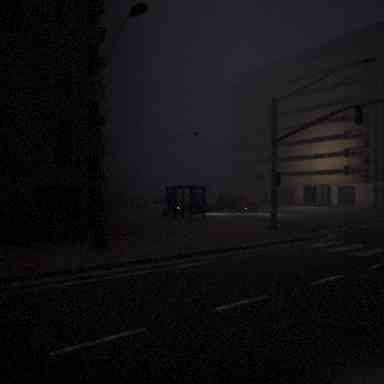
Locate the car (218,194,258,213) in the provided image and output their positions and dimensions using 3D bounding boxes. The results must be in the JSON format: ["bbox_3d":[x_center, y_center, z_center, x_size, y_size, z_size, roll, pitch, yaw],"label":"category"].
[{"bbox_3d":[5.075,1.308,38.591,2.150,2.045,5.566,0,0,-37],"label":"car"}]

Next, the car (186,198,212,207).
[{"bbox_3d":[1.153,1.701,55.716,1.895,1.301,4.718,0,0,-37],"label":"car"}]

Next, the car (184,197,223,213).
[{"bbox_3d":[0.774,1.634,38.509,2.033,1.411,5.357,0,0,-37],"label":"car"}]

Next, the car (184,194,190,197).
[{"bbox_3d":[-1.652,1.319,53.624,2.150,2.045,5.566,0,0,-37],"label":"car"}]
